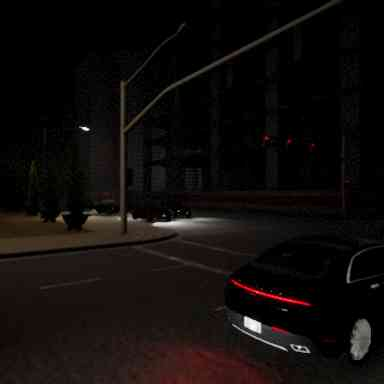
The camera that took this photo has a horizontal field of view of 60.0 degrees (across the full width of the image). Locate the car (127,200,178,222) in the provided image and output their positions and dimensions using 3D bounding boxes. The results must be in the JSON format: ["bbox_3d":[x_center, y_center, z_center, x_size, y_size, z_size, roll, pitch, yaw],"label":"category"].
[{"bbox_3d":[-3.314,1.653,27.291,1.994,1.385,4.181,0,0,-35],"label":"car"}]

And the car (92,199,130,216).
[{"bbox_3d":[-8.377,1.692,34.441,1.895,1.301,4.718,0,0,-35],"label":"car"}]

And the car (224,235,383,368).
[{"bbox_3d":[2.765,1.520,5.811,4.892,1.490,1.837,0,0,-36],"label":"car"}]

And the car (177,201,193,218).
[{"bbox_3d":[-1.827,1.602,31.248,1.837,1.490,4.892,0,0,-35],"label":"car"}]

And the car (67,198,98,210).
[{"bbox_3d":[-14.560,1.315,43.188,2.150,2.045,5.566,0,0,-35],"label":"car"}]
